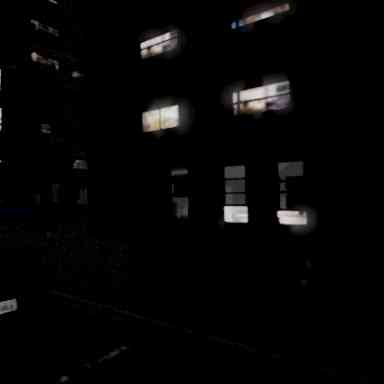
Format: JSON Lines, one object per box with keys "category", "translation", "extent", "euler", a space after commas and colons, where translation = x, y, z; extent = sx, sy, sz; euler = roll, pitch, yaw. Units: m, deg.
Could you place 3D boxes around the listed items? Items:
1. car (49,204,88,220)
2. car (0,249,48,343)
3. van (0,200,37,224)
{"category": "car", "translation": [-10.842, 1.735, 30.275], "extent": [1.802, 1.307, 4.206], "euler": [-1, 0, 35]}
{"category": "car", "translation": [-4.240, 1.626, 5.748], "extent": [4.313, 1.339, 1.947], "euler": [-1, -1, 35]}
{"category": "van", "translation": [-14.092, 1.529, 25.663], "extent": [1.690, 1.788, 3.998], "euler": [-1, 0, 35]}
